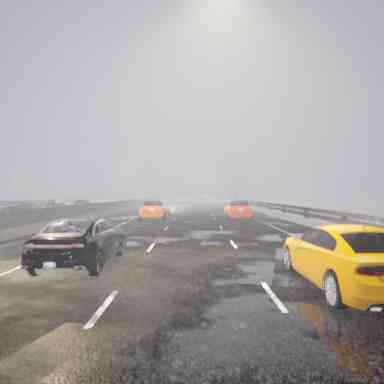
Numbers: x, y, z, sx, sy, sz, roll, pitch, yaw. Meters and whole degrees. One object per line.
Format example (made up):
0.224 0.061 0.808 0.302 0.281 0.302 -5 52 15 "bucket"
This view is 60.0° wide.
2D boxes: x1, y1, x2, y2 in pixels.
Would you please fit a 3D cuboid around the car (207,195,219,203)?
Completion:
5.413 1.719 80.425 2.097 1.767 4.553 0 0 3 "car"

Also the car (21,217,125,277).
-3.358 1.519 10.295 2.128 1.511 4.902 0 0 0 "car"

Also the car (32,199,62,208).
-17.079 1.635 40.802 2.128 1.511 4.902 0 0 2 "car"

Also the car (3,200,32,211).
-20.593 1.689 40.432 2.033 1.411 5.357 0 0 2 "car"

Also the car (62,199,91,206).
-13.589 1.648 40.429 1.837 1.490 4.892 0 0 2 "car"

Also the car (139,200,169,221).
-3.148 1.443 28.317 2.097 1.767 4.553 0 0 1 "car"

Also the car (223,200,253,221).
3.854 1.445 28.340 2.097 1.767 4.553 0 0 1 "car"

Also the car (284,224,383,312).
3.628 1.500 7.854 1.882 1.535 5.008 0 0 0 "car"

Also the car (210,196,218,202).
5.966 1.949 91.393 2.163 1.488 4.792 0 0 3 "car"
